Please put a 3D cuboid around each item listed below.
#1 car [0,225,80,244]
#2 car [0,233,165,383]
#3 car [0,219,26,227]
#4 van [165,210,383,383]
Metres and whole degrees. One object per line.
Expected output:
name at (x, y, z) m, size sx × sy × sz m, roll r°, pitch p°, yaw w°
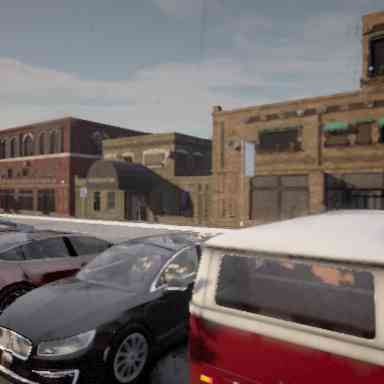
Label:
car at (-2.826, 1.552, 7.195) m, size 2.163 × 1.488 × 4.792 m, roll 0°, pitch 0°, yaw 35°
car at (-0.573, 1.504, 5.561) m, size 2.231 × 1.521 × 4.892 m, roll 0°, pitch 0°, yaw 35°
car at (-5.111, 1.581, 8.784) m, size 2.002 × 1.452 × 4.674 m, roll 0°, pitch 0°, yaw 35°
van at (1.857, 1.258, 3.964) m, size 1.878 × 1.987 × 4.442 m, roll 0°, pitch 0°, yaw 35°
